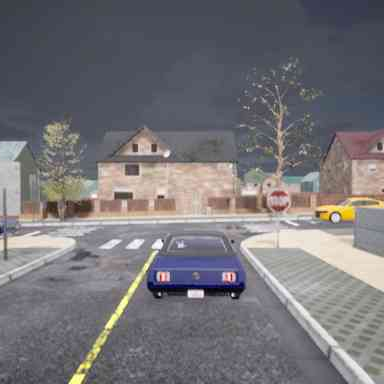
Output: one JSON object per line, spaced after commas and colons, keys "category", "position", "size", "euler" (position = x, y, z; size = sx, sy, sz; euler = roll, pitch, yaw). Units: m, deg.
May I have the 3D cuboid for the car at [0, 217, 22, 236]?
{"category": "car", "position": [-12.135, 1.768, 18.705], "size": [4.674, 1.442, 1.812], "euler": [-1, 1, 0]}

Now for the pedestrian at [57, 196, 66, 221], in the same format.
{"category": "pedestrian", "position": [-9.641, 1.232, 24.560], "size": [0.375, 1.860, 0.375], "euler": [0, 2, 0]}

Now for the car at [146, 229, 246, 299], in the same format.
{"category": "car", "position": [0.144, 1.592, 8.372], "size": [1.895, 1.301, 4.718], "euler": [0, 0, 2]}

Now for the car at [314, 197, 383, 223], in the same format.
{"category": "car", "position": [10.566, 1.138, 21.677], "size": [5.008, 1.535, 1.882], "euler": [-1, 1, 0]}
